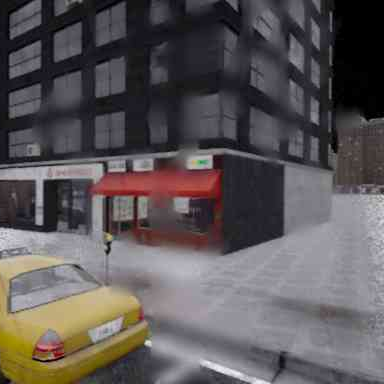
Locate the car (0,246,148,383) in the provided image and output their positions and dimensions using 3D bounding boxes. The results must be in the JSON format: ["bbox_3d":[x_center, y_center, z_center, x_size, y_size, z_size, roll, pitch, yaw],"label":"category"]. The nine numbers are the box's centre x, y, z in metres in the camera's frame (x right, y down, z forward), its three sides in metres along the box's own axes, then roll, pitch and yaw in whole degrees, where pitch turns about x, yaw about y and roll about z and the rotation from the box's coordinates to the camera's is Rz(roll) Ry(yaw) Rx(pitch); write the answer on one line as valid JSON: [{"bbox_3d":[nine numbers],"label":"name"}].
[{"bbox_3d":[-2.853,1.528,5.109,4.829,1.417,1.752,0,1,36],"label":"car"}]
